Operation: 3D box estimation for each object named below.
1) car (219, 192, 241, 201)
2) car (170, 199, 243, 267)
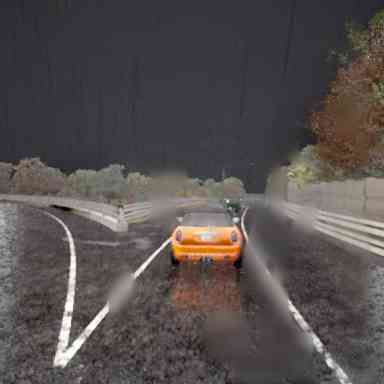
[{"bbox_3d":[4.027,1.041,35.701,2.150,2.045,5.566,0,0,11],"label":"car"},{"bbox_3d":[0.548,1.287,11.373,2.097,1.767,4.553,0,0,4],"label":"car"}]
